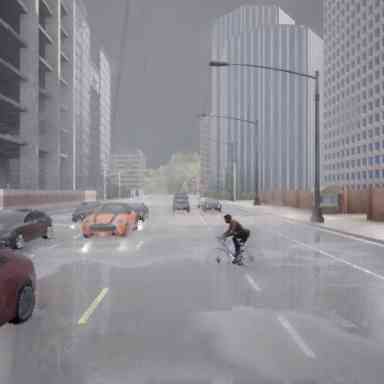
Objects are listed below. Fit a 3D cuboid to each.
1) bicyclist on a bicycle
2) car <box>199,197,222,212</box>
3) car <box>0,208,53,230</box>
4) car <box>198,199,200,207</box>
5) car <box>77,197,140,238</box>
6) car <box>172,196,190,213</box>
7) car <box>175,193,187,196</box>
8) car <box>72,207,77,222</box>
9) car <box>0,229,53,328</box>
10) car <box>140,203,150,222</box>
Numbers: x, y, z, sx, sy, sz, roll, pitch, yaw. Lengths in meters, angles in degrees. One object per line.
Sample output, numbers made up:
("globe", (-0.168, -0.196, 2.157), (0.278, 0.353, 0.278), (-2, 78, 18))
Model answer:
("bicyclist on a bicycle", (1.214, 1.455, 9.521), (1.656, 1.620, 0.582), (-2, 0, -2))
("car", (2.234, 1.601, 38.549), (1.895, 1.301, 4.718), (0, 0, -2))
("car", (-7.575, 1.504, 14.249), (1.837, 1.490, 4.892), (0, 0, -2))
("car", (1.811, 1.525, 48.381), (1.812, 1.442, 4.674), (0, 0, -2))
("car", (-4.189, 1.351, 17.496), (2.097, 1.767, 4.553), (0, 0, -2))
("car", (-1.229, 1.491, 37.510), (2.128, 1.511, 4.902), (0, 0, -2))
("car", (-1.604, 1.221, 47.677), (2.150, 2.045, 5.566), (0, 0, -2))
("car", (-7.917, 1.506, 26.196), (1.837, 1.490, 4.892), (0, 0, -2))
("car", (-3.710, 1.525, 4.418), (1.812, 1.442, 4.674), (0, 0, -2))
("car", (-4.419, 1.568, 26.325), (2.033, 1.411, 5.357), (0, 0, -2))
